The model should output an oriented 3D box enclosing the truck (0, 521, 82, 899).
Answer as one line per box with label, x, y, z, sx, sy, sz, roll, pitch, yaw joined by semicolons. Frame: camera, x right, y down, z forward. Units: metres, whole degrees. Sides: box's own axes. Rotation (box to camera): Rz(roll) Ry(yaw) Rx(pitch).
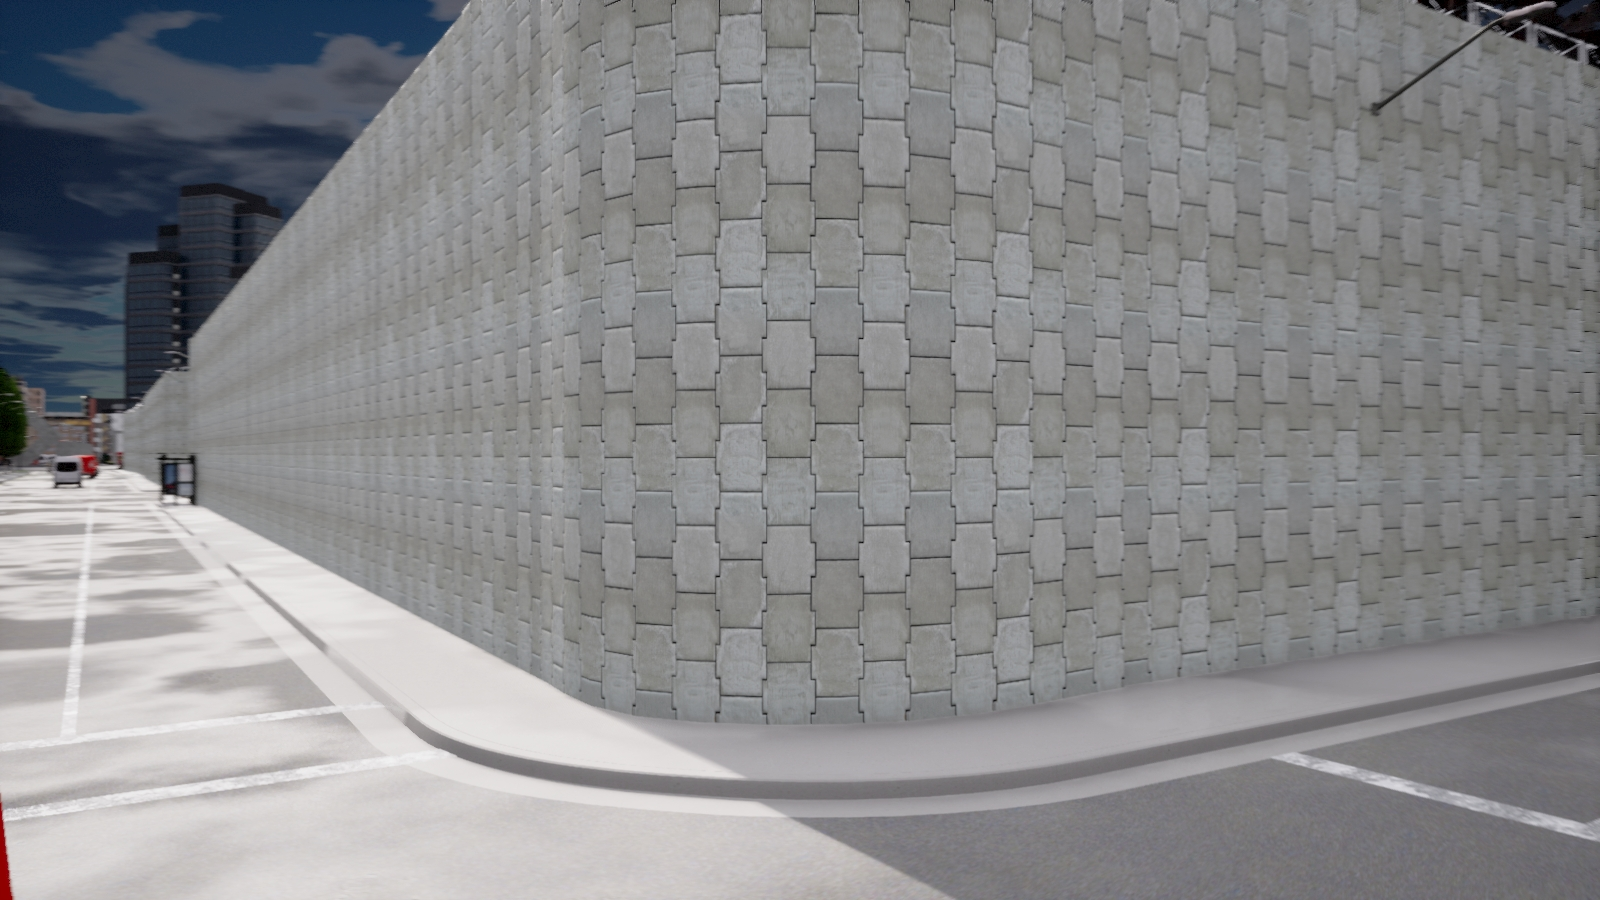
truck;-5.593;1.583;5.265;5.204;2.467;2.627;0;0;43
